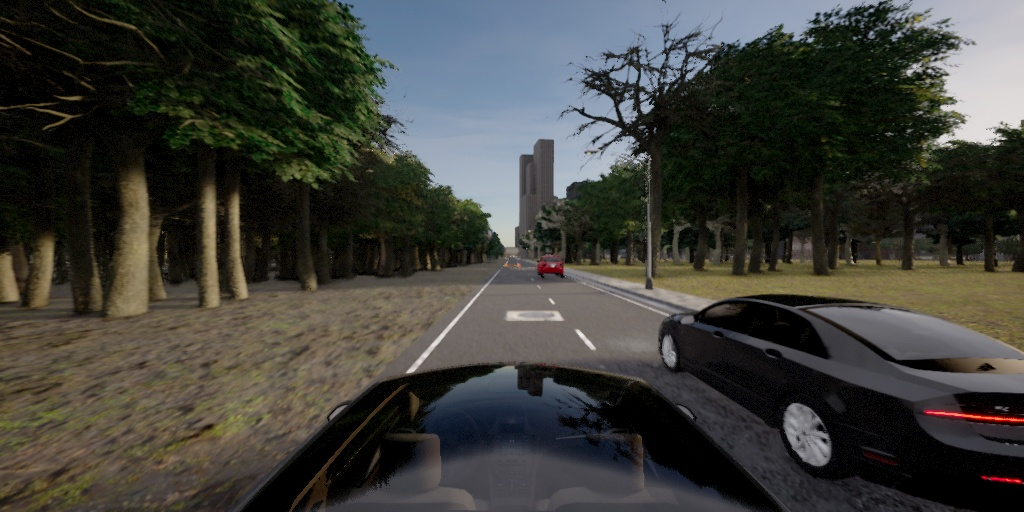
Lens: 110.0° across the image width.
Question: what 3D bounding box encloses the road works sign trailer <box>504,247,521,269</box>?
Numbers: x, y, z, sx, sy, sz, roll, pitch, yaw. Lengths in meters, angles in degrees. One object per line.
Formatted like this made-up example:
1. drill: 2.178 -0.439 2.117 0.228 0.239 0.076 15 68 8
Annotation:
1. road works sign trailer: 0.006 0.270 58.485 2.380 3.560 2.880 0 0 0

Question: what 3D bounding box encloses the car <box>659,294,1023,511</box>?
1. car: 3.600 1.254 4.683 1.837 1.490 4.892 0 0 0

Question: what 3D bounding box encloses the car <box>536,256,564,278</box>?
1. car: 3.603 0.987 34.280 2.150 2.045 5.566 0 0 0
